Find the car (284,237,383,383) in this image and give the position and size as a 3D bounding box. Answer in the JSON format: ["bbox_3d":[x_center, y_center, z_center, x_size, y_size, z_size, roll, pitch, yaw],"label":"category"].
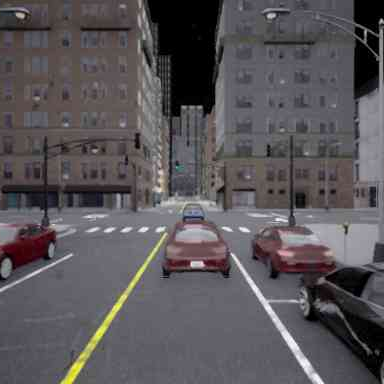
[{"bbox_3d":[2.873,1.602,4.539,1.947,1.339,4.313,-1,0,0],"label":"car"}]

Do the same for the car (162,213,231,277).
[{"bbox_3d":[0.111,1.606,10.374,1.812,1.442,4.674,0,0,0],"label":"car"}]

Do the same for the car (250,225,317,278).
[{"bbox_3d":[2.880,1.660,10.125,1.802,1.307,4.206,-1,0,0],"label":"car"}]

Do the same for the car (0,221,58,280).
[{"bbox_3d":[-5.665,1.623,10.133,1.887,1.381,4.507,-1,0,0],"label":"car"}]

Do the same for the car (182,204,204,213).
[{"bbox_3d":[0.121,1.760,29.509,2.033,1.411,5.357,0,0,0],"label":"car"}]
